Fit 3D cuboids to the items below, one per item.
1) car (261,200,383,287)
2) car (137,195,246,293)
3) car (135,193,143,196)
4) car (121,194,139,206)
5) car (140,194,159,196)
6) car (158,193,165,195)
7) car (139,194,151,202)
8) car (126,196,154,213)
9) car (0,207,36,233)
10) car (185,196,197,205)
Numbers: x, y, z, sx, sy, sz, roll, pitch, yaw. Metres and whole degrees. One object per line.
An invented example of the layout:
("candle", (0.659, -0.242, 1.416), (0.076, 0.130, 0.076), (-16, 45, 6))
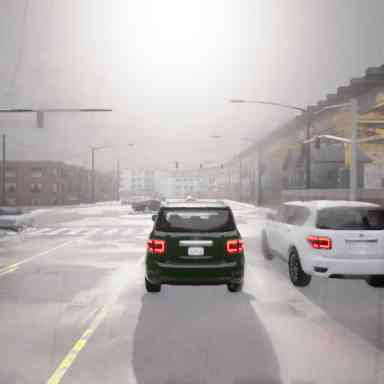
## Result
("car", (3.525, 1.245, 9.576), (2.150, 2.045, 5.566), (0, 0, 0))
("car", (0.029, 1.235, 9.077), (2.150, 2.045, 5.566), (0, 0, -1))
("car", (-10.796, 1.274, 66.496), (2.150, 2.045, 5.566), (0, 0, 0))
("car", (-10.812, 1.567, 56.829), (1.812, 1.442, 4.674), (0, 0, 0))
("car", (-7.321, 1.600, 58.064), (2.033, 1.411, 5.357), (0, 0, 0))
("car", (-7.324, 1.302, 77.957), (2.150, 2.045, 5.566), (0, 0, 0))
("car", (-10.819, 1.420, 76.581), (2.097, 1.767, 4.553), (0, 0, 0))
("car", (-4.607, 1.540, 37.286), (1.837, 1.490, 4.892), (2, 1, 42))
("car", (-10.675, 1.597, 19.582), (1.895, 1.301, 4.718), (0, 0, -13))
("car", (-0.183, 1.570, 63.438), (2.128, 1.511, 4.902), (0, 0, 0))
